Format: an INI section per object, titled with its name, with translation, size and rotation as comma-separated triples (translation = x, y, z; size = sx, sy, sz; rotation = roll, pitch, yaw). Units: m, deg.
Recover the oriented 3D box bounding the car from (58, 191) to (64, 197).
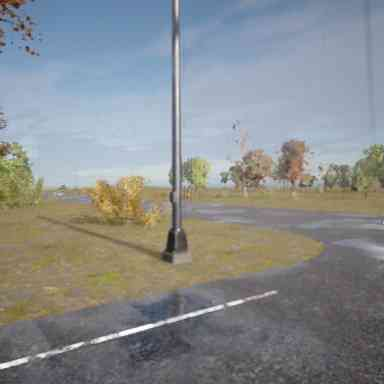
[car]
translation = -30.715, 0.485, 76.559
size = 1.812, 1.442, 4.674
rotation = -1, 1, -29
